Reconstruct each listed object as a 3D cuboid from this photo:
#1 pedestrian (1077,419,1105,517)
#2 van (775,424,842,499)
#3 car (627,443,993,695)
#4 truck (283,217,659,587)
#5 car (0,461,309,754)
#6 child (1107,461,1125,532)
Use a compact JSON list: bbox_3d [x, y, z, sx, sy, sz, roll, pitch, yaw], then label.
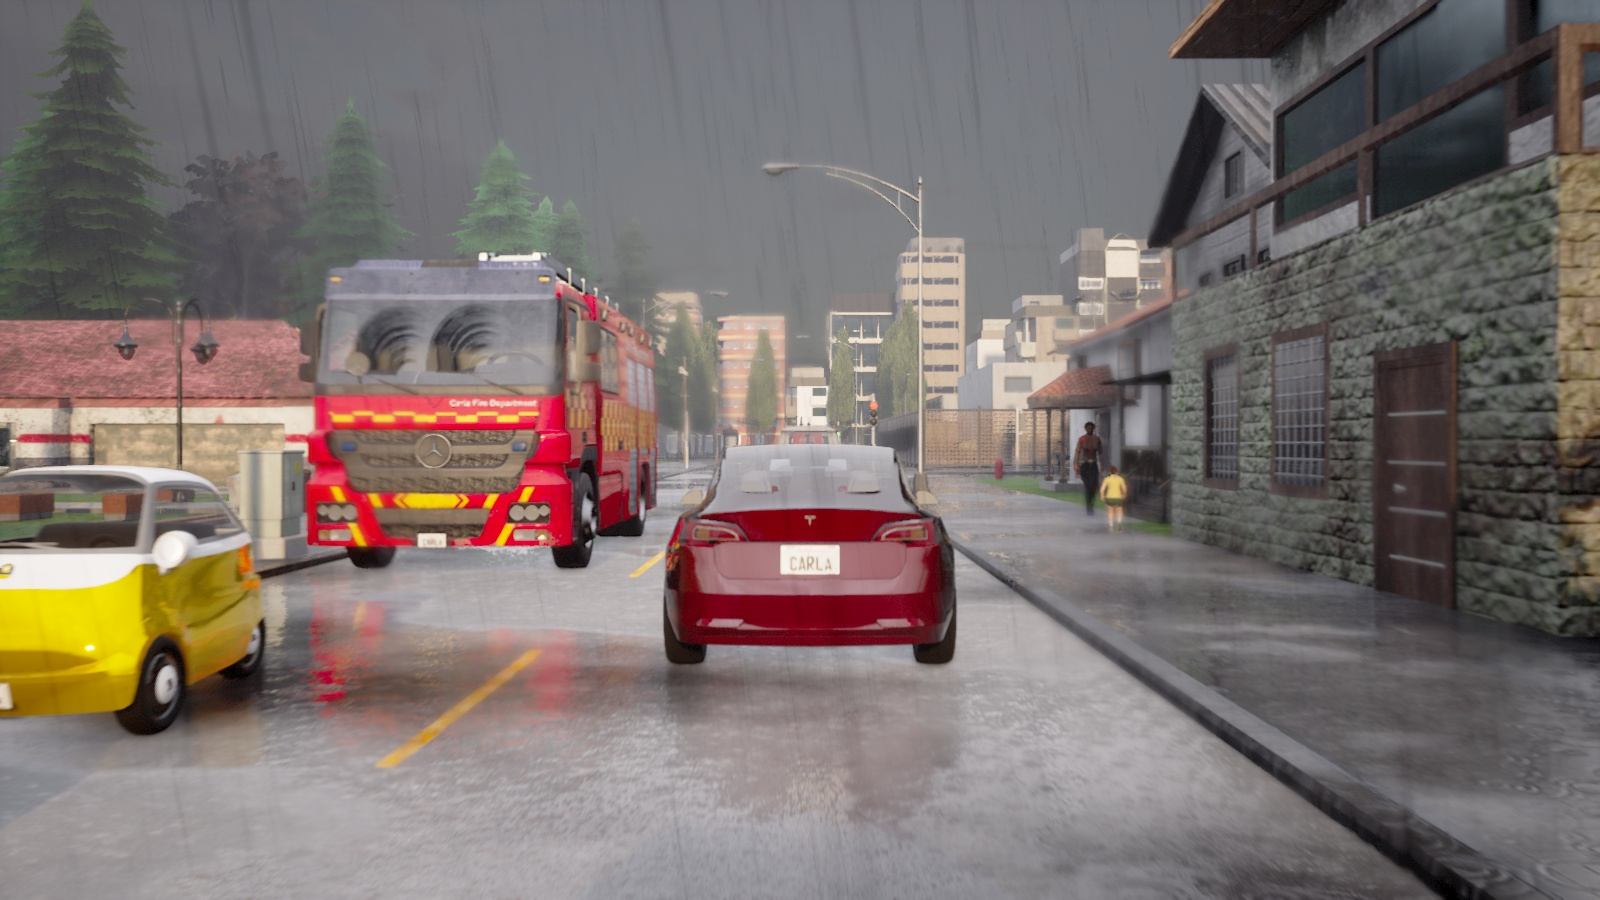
[{"bbox_3d":[5.482,0.327,23.651,0.328,1.805,0.869,0,0,0],"label":"pedestrian"},{"bbox_3d":[0.233,0.299,35.596,1.775,1.987,4.442,0,0,0],"label":"van"},{"bbox_3d":[0.073,0.691,9.823,2.163,1.488,4.792,0,0,0],"label":"car"},{"bbox_3d":[-3.883,-0.518,17.230,2.891,3.827,8.468,0,0,0],"label":"truck"},{"bbox_3d":[-3.943,0.758,7.077,1.481,1.376,2.207,0,0,0],"label":"car"},{"bbox_3d":[4.999,0.728,19.859,0.255,1.110,0.394,0,0,13],"label":"child"}]
